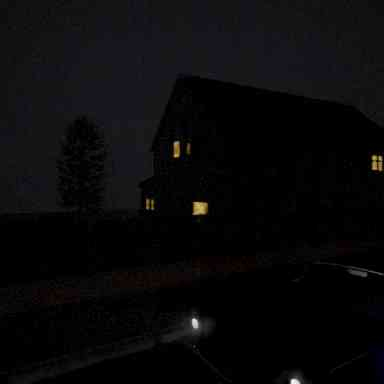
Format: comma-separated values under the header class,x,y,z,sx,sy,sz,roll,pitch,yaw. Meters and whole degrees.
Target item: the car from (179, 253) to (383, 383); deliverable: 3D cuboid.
class,x,y,z,sx,sy,sz,roll,pitch,yaw
car,2.231,1.589,4.340,4.718,1.301,1.895,0,0,-32
